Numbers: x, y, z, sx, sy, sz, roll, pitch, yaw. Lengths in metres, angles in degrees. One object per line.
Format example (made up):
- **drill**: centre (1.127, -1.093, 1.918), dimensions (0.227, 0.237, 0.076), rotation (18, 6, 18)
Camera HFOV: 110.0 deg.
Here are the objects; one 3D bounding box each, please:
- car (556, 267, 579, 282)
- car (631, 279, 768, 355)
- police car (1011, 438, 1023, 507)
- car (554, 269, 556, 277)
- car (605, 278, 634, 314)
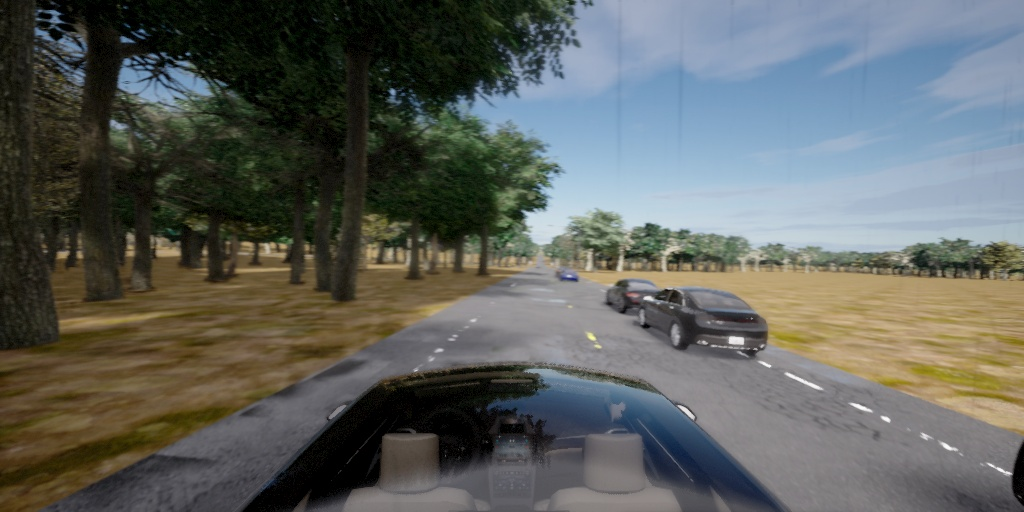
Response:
- **car**: centre (6.266, 2.119, 39.800), dimensions (1.994, 1.385, 4.181), rotation (3, -1, 5)
- **car**: centre (5.021, 1.615, 10.120), dimensions (1.837, 1.490, 4.892), rotation (3, -1, 4)
- **police car**: centre (4.274, 1.380, 0.258), dimensions (1.930, 1.638, 5.238), rotation (3, -1, 4)
- **car**: centre (7.002, 2.274, 49.987), dimensions (1.812, 1.442, 4.674), rotation (3, -1, 4)
- **car**: centre (5.476, 1.731, 16.105), dimensions (1.812, 1.442, 4.674), rotation (3, -1, 4)
